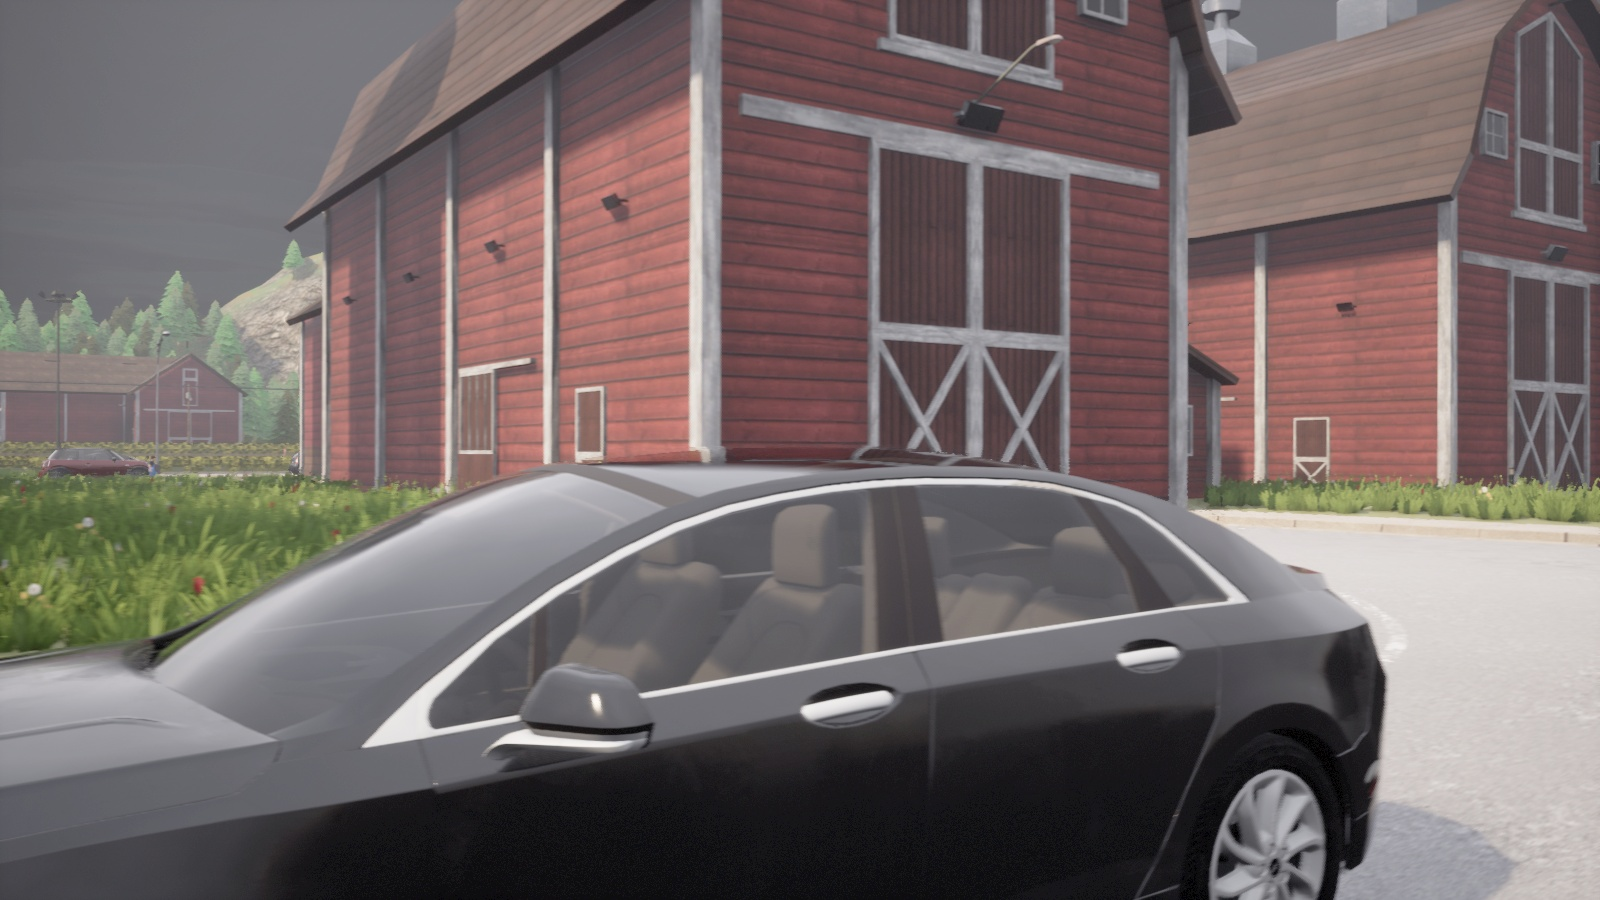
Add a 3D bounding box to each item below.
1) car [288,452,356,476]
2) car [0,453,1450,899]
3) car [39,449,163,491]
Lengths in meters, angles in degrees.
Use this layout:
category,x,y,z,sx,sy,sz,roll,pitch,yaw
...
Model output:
category,x,y,z,sx,sy,sz,roll,pitch,yaw
car,-32.377,0.946,85.042,3.988,1.617,1.851,0,0,-34
car,-0.481,0.759,3.324,4.892,1.490,1.837,0,0,-35
car,-30.501,0.829,54.816,4.553,1.767,2.097,0,0,-35
